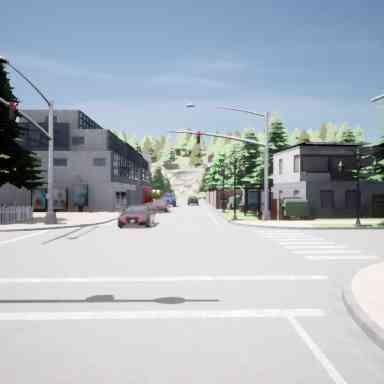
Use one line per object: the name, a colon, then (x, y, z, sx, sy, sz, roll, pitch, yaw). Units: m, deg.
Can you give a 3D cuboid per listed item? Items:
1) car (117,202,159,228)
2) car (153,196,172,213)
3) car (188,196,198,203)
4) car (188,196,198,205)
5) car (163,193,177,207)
car: (-3.569, 1.564, 21.872, 1.994, 1.385, 4.181, 0, 0, 0)
car: (-3.547, 1.526, 36.895, 1.812, 1.442, 4.674, 0, 0, 1)
car: (0.188, 1.547, 70.039, 2.033, 1.411, 5.357, 0, 0, 0)
car: (0.178, 1.504, 57.457, 1.837, 1.490, 4.892, 0, 0, 0)
car: (-3.523, 1.219, 50.548, 2.150, 2.045, 5.566, 0, 0, 0)
